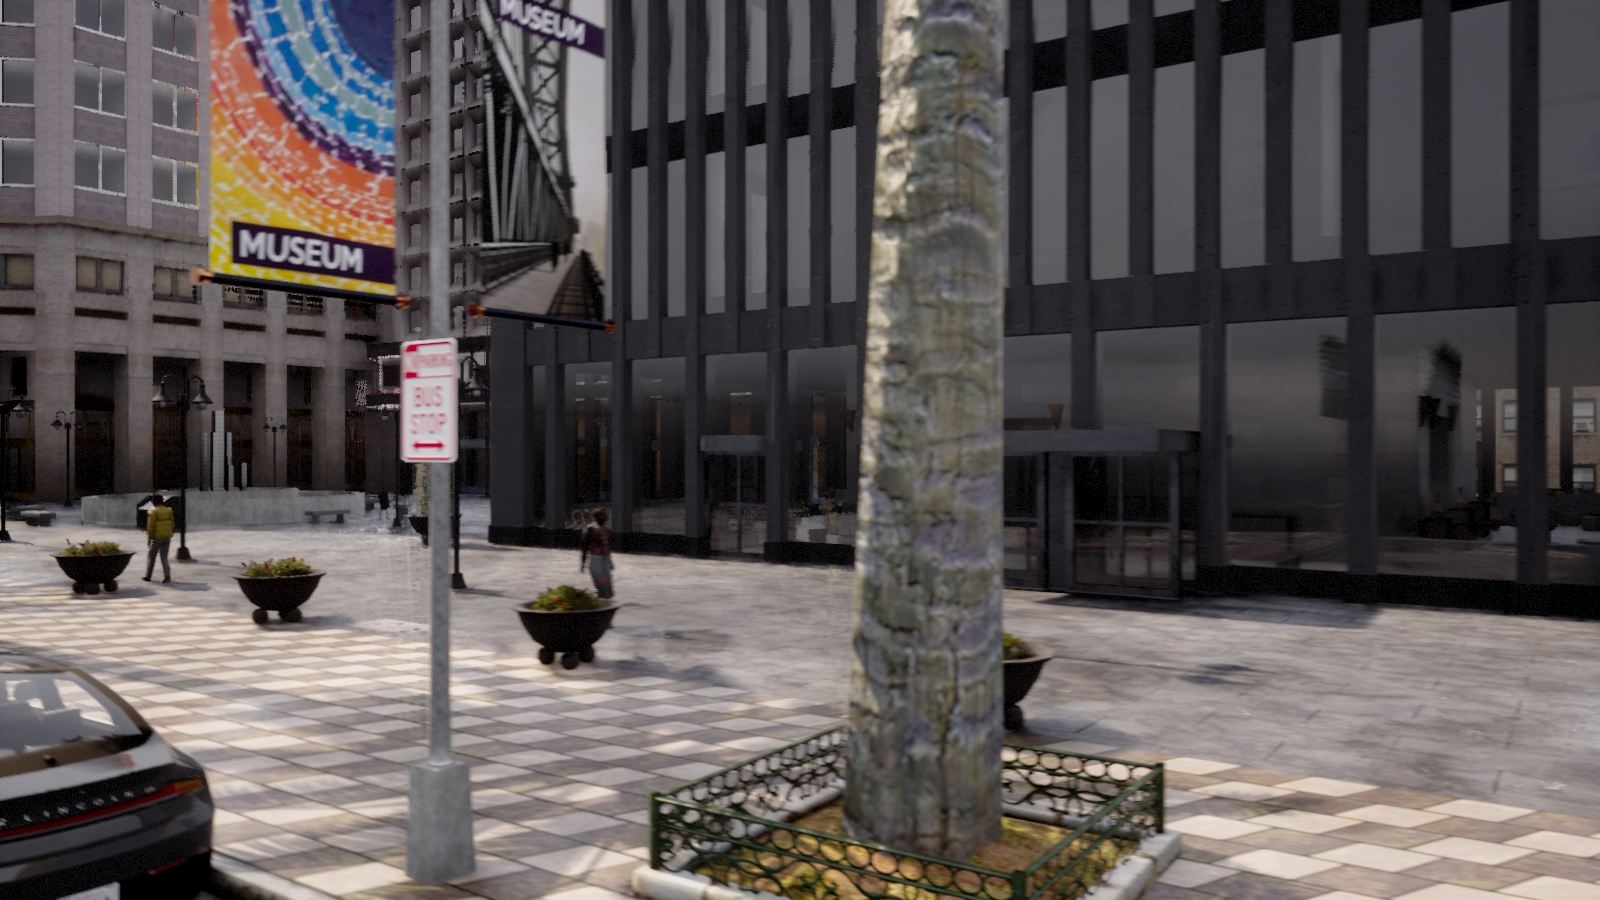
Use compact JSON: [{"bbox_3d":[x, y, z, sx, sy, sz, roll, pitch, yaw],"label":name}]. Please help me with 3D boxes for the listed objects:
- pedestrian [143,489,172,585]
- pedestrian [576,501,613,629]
[{"bbox_3d":[-12.685,1.699,22.544,0.375,1.860,0.375,0,0,35],"label":"pedestrian"},{"bbox_3d":[-3.063,1.704,17.033,0.375,1.860,0.375,0,0,36],"label":"pedestrian"}]
